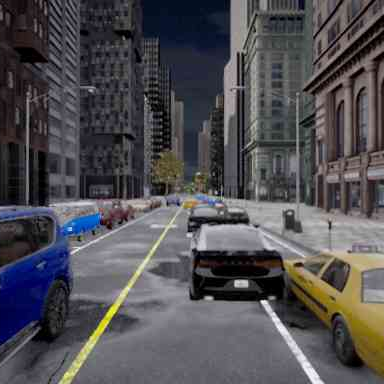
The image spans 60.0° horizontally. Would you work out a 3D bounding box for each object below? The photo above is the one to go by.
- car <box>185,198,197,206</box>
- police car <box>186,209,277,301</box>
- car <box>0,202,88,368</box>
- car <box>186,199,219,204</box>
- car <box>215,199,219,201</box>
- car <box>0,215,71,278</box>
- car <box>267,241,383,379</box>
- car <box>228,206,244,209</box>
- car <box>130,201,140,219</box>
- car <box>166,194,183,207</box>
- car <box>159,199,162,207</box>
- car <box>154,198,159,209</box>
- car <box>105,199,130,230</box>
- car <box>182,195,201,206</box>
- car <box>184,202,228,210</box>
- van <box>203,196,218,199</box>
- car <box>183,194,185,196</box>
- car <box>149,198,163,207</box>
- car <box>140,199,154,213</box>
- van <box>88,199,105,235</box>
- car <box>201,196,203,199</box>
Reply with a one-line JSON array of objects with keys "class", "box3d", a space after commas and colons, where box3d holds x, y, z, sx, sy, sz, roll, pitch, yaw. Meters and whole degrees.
[{"class": "car", "box3d": [-0.143, 1.761, 59.690, 1.994, 1.385, 4.181, 0, 0, 0]}, {"class": "police car", "box3d": [0.880, 1.453, 8.559, 1.930, 1.638, 5.238, 0, 0, 0]}, {"class": "car", "box3d": [-3.107, 1.234, 3.583, 2.150, 2.045, 5.566, 0, 0, 0]}, {"class": "car", "box3d": [0.740, 1.558, 24.422, 1.882, 1.535, 5.008, 0, 0, -2]}, {"class": "car", "box3d": [2.696, 1.689, 33.039, 1.802, 1.307, 4.206, 0, 0, 0]}, {"class": "car", "box3d": [-5.792, 1.587, 10.933, 2.008, 1.369, 4.403, 0, 0, 0]}, {"class": "car", "box3d": [2.758, 1.544, 5.585, 1.752, 1.417, 4.829, 0, 0, 0]}, {"class": "car", "box3d": [2.721, 1.622, 21.990, 2.008, 1.369, 4.403, 0, 0, 0]}, {"class": "car", "box3d": [-5.836, 1.635, 27.510, 1.887, 1.381, 4.507, 0, 0, 0]}, {"class": "car", "box3d": [-3.168, 1.408, 56.266, 2.150, 2.045, 5.566, 0, 0, 0]}, {"class": "car", "box3d": [-5.894, 1.707, 49.611, 1.887, 1.381, 4.507, 0, 0, 0]}, {"class": "car", "box3d": [-5.879, 1.689, 44.086, 1.887, 1.381, 4.507, 0, 0, 0]}, {"class": "car", "box3d": [-5.820, 1.387, 21.985, 2.192, 1.841, 5.009, 0, 0, 0]}, {"class": "car", "box3d": [-0.089, 1.630, 46.783, 1.882, 1.535, 5.008, 0, 0, 1]}, {"class": "car", "box3d": [0.749, 1.539, 18.472, 1.882, 1.535, 5.008, 0, 0, 2]}, {"class": "van", "box3d": [2.672, 1.485, 44.090, 1.690, 1.788, 3.998, 0, 0, 0]}, {"class": "car", "box3d": [-3.169, 1.460, 71.411, 2.150, 2.045, 5.566, 0, 0, 0]}, {"class": "car", "box3d": [-5.908, 1.726, 55.137, 1.887, 1.381, 4.507, 0, 0, 0]}, {"class": "car", "box3d": [-5.864, 1.651, 38.391, 1.752, 1.417, 4.829, 0, 0, 0]}, {"class": "van", "box3d": [-5.806, 1.395, 16.460, 1.690, 1.788, 3.998, 0, 0, 0]}, {"class": "car", "box3d": [2.647, 1.725, 55.139, 1.887, 1.381, 4.507, 0, 0, 0]}]
